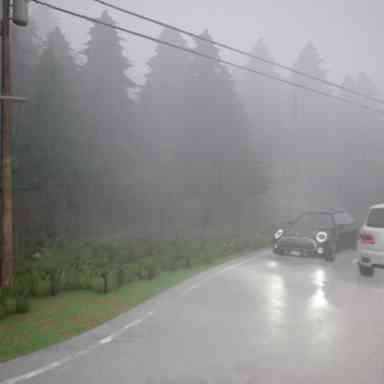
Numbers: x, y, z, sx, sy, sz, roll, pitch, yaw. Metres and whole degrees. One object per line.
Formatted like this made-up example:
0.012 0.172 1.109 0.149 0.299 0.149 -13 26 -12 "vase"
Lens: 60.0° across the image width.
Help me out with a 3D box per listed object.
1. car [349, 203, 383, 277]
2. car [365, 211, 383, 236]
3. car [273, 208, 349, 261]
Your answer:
6.558 1.328 10.074 2.150 2.045 5.566 -1 -1 36 "car"
12.603 1.792 19.589 4.718 1.301 1.895 0 -1 -28 "car"
5.041 1.531 13.154 2.097 1.767 4.553 -2 -1 42 "car"
